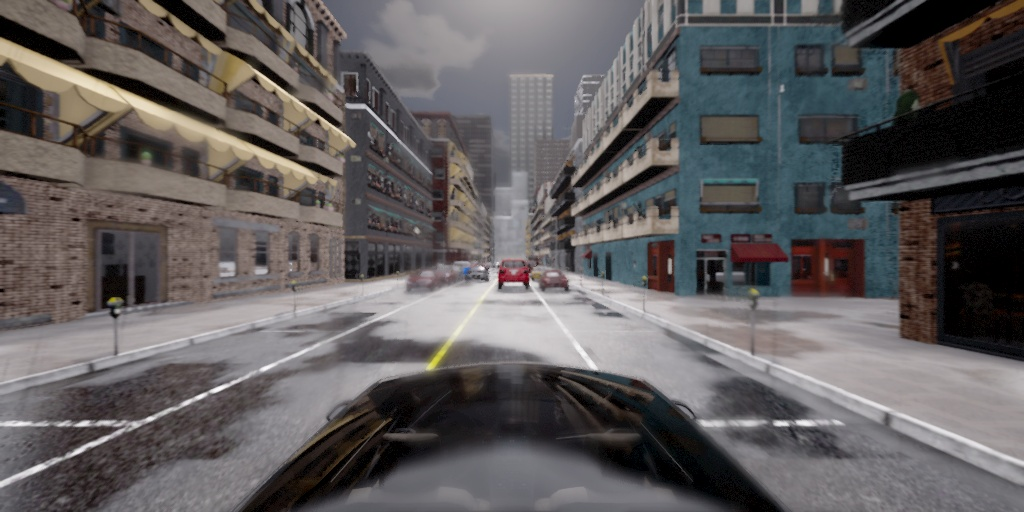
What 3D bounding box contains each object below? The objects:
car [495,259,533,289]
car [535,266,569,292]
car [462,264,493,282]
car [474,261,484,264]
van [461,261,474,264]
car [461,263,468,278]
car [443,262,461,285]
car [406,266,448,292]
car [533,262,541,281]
[{"bbox_3d":[0.108,1.235,25.957,2.150,2.045,5.566,0,-1,0],"label":"car"},{"bbox_3d":[2.695,1.572,23.580,1.802,1.307,4.207,0,0,0],"label":"car"},{"bbox_3d":[-3.092,1.658,32.960,1.994,1.385,4.181,0,-1,0],"label":"car"},{"bbox_3d":[-5.670,1.616,51.618,2.192,1.841,5.009,0,0,0],"label":"car"},{"bbox_3d":[-5.649,1.518,40.415,1.690,1.789,3.998,0,0,0],"label":"van"},{"bbox_3d":[-5.650,1.666,34.813,2.007,1.370,4.403,0,0,0],"label":"car"},{"bbox_3d":[-5.651,1.494,29.212,1.967,1.591,4.097,0,0,0],"label":"car"},{"bbox_3d":[-5.652,1.574,23.610,1.802,1.307,4.207,0,0,0],"label":"car"},{"bbox_3d":[2.697,1.638,34.953,1.751,1.417,4.829,0,0,0],"label":"car"}]
